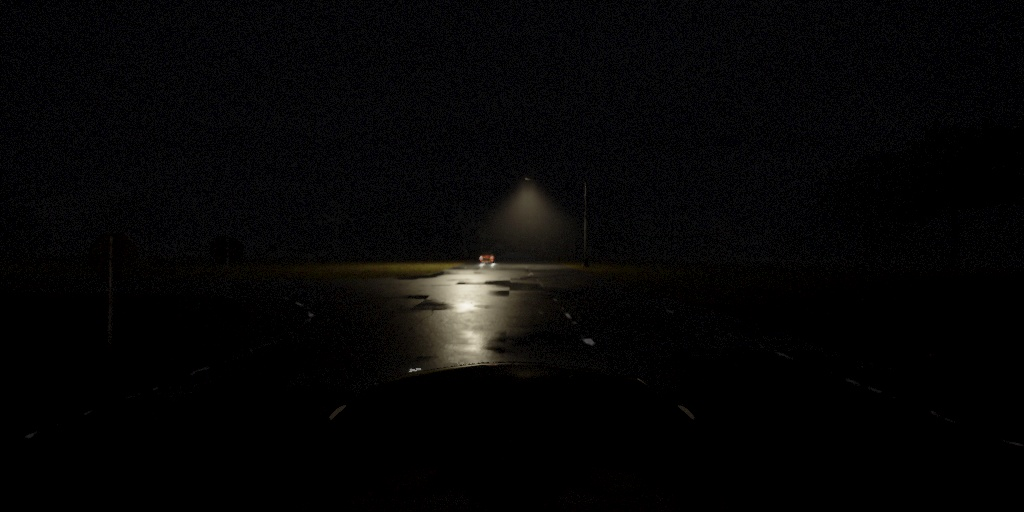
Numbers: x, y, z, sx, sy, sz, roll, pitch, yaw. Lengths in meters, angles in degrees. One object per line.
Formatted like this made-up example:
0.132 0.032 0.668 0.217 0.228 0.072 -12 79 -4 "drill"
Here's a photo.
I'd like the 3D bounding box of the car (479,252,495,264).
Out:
-3.646 0.186 53.082 2.097 1.767 4.553 0 1 0 "car"
